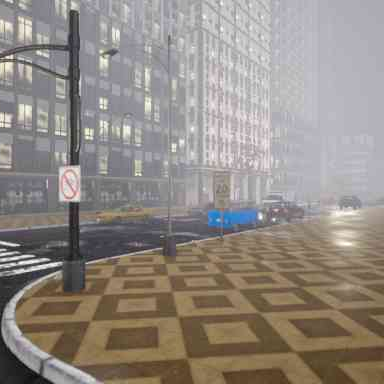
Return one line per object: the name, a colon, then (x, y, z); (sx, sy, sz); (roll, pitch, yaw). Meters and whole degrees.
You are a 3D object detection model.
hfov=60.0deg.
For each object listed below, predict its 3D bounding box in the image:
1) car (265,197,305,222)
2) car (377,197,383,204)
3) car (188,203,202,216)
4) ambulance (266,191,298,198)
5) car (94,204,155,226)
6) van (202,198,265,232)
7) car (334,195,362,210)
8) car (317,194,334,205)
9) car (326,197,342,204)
car: (7.605, 1.472, 26.889); (1.967, 1.590, 4.097); (0, 0, 38)
car: (38.212, 1.658, 66.518); (1.947, 1.339, 4.313); (0, 0, 38)
car: (1.368, 1.604, 31.706); (1.802, 1.307, 4.206); (0, 0, 38)
ambulance: (10.242, 1.062, 38.996); (2.351, 2.431, 6.366); (0, 0, 38)
car: (-4.752, 1.540, 23.993); (1.752, 1.417, 4.829); (0, 0, 38)
van: (2.631, 1.368, 20.268); (1.690, 1.788, 3.998); (0, 0, 38)
car: (21.208, 1.368, 44.502); (2.192, 1.841, 5.009); (0, 0, 38)
car: (25.175, 1.380, 62.530); (2.192, 1.841, 5.009); (0, 0, 38)
car: (28.576, 1.624, 66.932); (2.008, 1.369, 4.403); (0, 0, 38)
